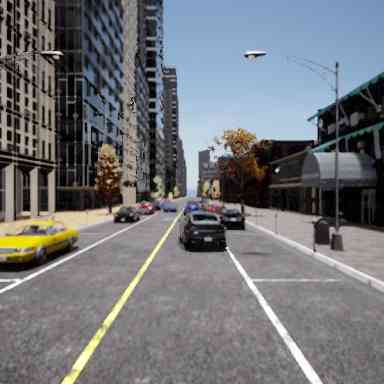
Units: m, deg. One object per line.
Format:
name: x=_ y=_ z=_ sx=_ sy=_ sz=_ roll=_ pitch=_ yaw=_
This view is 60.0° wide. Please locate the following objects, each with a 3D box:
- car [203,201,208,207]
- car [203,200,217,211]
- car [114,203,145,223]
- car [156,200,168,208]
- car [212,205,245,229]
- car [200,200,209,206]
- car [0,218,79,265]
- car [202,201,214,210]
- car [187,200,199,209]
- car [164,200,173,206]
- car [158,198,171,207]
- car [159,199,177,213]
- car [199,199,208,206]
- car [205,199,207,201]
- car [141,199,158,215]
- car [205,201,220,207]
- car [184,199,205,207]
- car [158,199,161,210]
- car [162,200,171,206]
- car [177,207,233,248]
car: x=2.702 y=2.076 z=40.612 sx=1.802 sy=1.307 sz=4.206 roll=-1 pitch=-1 yaw=0
car: x=2.706 y=2.072 z=51.901 sx=1.967 sy=1.590 sz=4.097 roll=-1 pitch=-1 yaw=0
car: x=-5.652 y=1.924 z=29.385 sx=1.947 sy=1.339 sz=4.313 roll=-1 pitch=-1 yaw=0
car: x=-5.650 y=2.323 z=63.248 sx=2.008 sy=1.369 sz=4.403 roll=-1 pitch=-1 yaw=0
car: x=2.692 y=1.855 z=23.682 sx=1.947 sy=1.339 sz=4.313 roll=-1 pitch=-1 yaw=0
car: x=2.720 y=2.476 z=74.474 sx=1.947 sy=1.339 sz=4.313 roll=-1 pitch=-1 yaw=0
car: x=-5.663 y=1.676 z=12.285 sx=1.752 sy=1.417 sz=4.829 roll=-1 pitch=-1 yaw=0
car: x=2.711 y=2.267 z=57.543 sx=1.947 sy=1.339 sz=4.313 roll=-1 pitch=-1 yaw=0
car: x=0.134 y=2.226 z=60.187 sx=2.128 sy=1.511 sz=4.902 roll=0 pitch=-1 yaw=0
car: x=-5.657 y=2.547 z=80.178 sx=1.947 sy=1.339 sz=4.313 roll=-1 pitch=-1 yaw=0
car: x=-5.675 y=2.157 z=68.894 sx=2.192 sy=1.841 sz=5.009 roll=-1 pitch=-1 yaw=0
car: x=-3.038 y=2.118 z=46.880 sx=2.033 sy=1.411 sz=5.357 roll=0 pitch=-1 yaw=0
car: x=2.722 y=2.420 z=80.119 sx=1.967 sy=1.590 sz=4.097 roll=-1 pitch=-1 yaw=0
car: x=2.704 y=2.090 z=46.427 sx=1.752 sy=1.417 sz=4.829 roll=-1 pitch=-1 yaw=0
car: x=-5.647 y=1.936 z=40.674 sx=1.967 sy=1.590 sz=4.097 roll=-1 pitch=-1 yaw=0
car: x=2.698 y=1.970 z=34.969 sx=1.887 sy=1.381 sz=4.507 roll=-1 pitch=-1 yaw=0
car: x=0.122 y=1.850 z=40.948 sx=2.097 sy=1.767 sz=4.553 roll=0 pitch=-1 yaw=0
car: x=-5.639 y=2.199 z=51.960 sx=1.947 sy=1.339 sz=4.313 roll=-1 pitch=-1 yaw=0
car: x=-5.663 y=2.493 z=74.534 sx=1.802 sy=1.307 sz=4.206 roll=-1 pitch=-1 yaw=0
car: x=0.432 y=1.700 z=15.945 sx=1.837 sy=1.490 sz=4.892 roll=0 pitch=-1 yaw=-5
